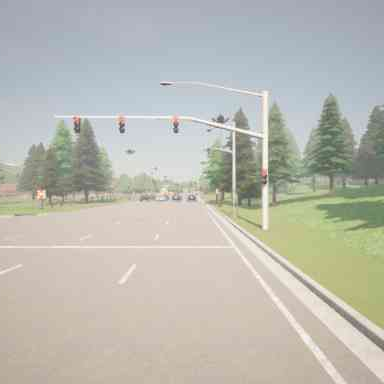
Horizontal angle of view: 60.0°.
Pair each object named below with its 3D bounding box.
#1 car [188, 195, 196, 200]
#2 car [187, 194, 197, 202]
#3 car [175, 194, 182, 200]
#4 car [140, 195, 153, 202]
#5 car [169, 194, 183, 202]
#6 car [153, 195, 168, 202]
[{"bbox_3d":[0.000,1.382,88.223,1.994,1.385,4.181,0,0,0],"label":"car"},{"bbox_3d":[0.000,1.254,74.825,2.097,1.767,4.553,0,0,0],"label":"car"},{"bbox_3d":[-3.500,1.354,88.223,1.812,1.442,4.674,0,0,0],"label":"car"},{"bbox_3d":[-10.500,1.400,74.888,1.837,1.490,4.892,0,0,0],"label":"car"},{"bbox_3d":[-3.500,1.255,74.858,2.097,1.767,4.553,0,0,0],"label":"car"},{"bbox_3d":[-7.000,1.495,74.918,1.895,1.301,4.718,0,0,0],"label":"car"}]
